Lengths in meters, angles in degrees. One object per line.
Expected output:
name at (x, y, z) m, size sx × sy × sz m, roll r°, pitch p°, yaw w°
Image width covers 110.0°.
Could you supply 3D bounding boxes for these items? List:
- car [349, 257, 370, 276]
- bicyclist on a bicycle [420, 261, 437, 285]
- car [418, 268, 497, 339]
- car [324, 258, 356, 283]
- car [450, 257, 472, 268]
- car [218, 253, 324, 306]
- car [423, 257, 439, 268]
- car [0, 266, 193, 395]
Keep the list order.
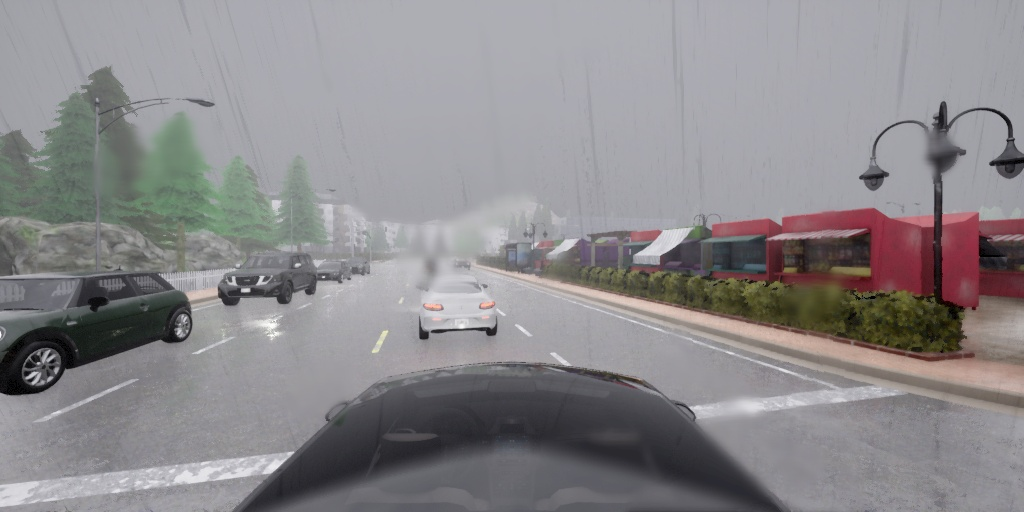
car at (-14.558, 0.876, 33.318) m, size 2.097 × 1.767 × 4.553 m, roll 0°, pitch 0°, yaw -13°
bicyclist on a bicycle at (-4.524, 1.079, 19.691) m, size 0.582 × 1.620 × 1.656 m, roll 0°, pitch 1°, yaw 24°
car at (-1.581, 1.225, 9.874) m, size 1.812 × 1.442 × 4.674 m, roll 0°, pitch 0°, yaw -13°
car at (-12.648, 1.088, 25.341) m, size 1.837 × 1.490 × 4.892 m, roll 0°, pitch 0°, yaw -13°
car at (-6.107, 1.049, 43.814) m, size 1.895 × 1.301 × 4.718 m, roll 0°, pitch 0°, yaw -14°
car at (-10.332, 0.876, 15.725) m, size 2.150 × 2.045 × 5.566 m, roll 0°, pitch 0°, yaw -14°
car at (-11.418, 0.901, 50.815) m, size 1.837 × 1.490 × 4.892 m, roll 0°, pitch 0°, yaw -13°
car at (-8.083, 1.076, 6.304) m, size 2.097 × 1.767 × 4.553 m, roll 0°, pitch 0°, yaw -13°
